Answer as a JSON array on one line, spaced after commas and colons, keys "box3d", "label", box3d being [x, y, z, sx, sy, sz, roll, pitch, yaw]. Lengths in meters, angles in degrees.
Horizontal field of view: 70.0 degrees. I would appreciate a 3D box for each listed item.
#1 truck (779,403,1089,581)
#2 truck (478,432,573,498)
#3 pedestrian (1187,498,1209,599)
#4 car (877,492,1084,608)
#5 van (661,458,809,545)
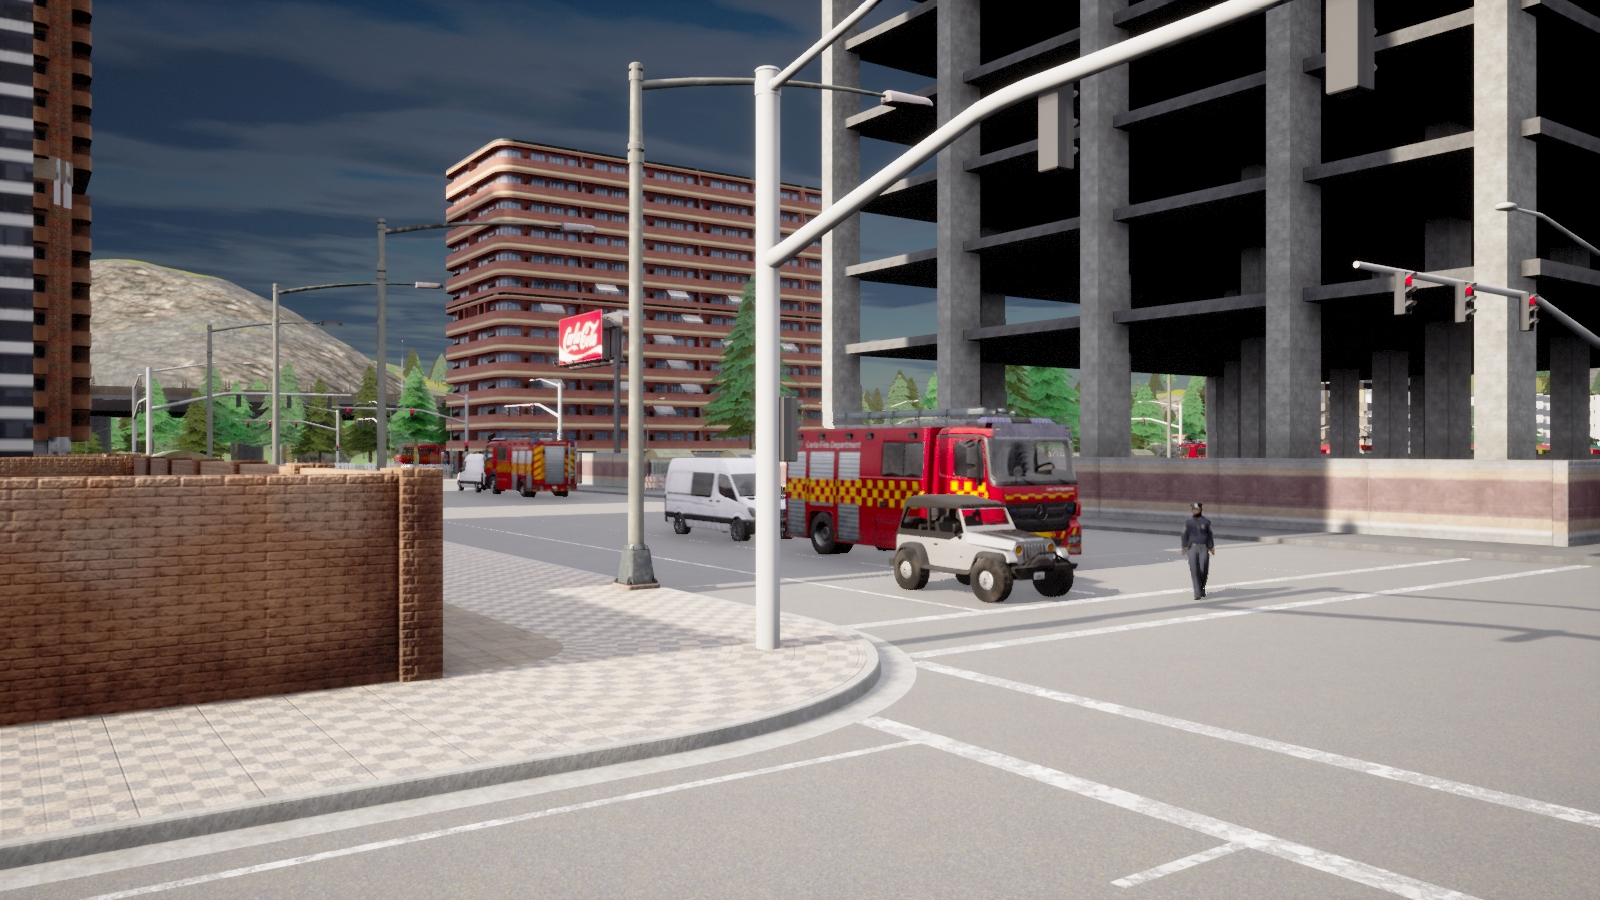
[{"box3d": [3.023, 0.887, 28.818, 2.891, 3.827, 8.468, 0, 0, -35], "label": "truck"}, {"box3d": [-17.005, 0.888, 70.330, 2.891, 3.827, 8.468, 0, 0, -34], "label": "truck"}, {"box3d": [7.475, 1.848, 21.470, 0.375, 1.860, 0.375, 0, 0, 19], "label": "pedestrian"}, {"box3d": [3.446, 1.855, 22.432, 1.905, 1.878, 3.866, 0, 0, -33], "label": "car"}, {"box3d": [-2.207, 1.534, 36.843, 1.988, 2.561, 5.915, 0, 0, -34], "label": "van"}]
